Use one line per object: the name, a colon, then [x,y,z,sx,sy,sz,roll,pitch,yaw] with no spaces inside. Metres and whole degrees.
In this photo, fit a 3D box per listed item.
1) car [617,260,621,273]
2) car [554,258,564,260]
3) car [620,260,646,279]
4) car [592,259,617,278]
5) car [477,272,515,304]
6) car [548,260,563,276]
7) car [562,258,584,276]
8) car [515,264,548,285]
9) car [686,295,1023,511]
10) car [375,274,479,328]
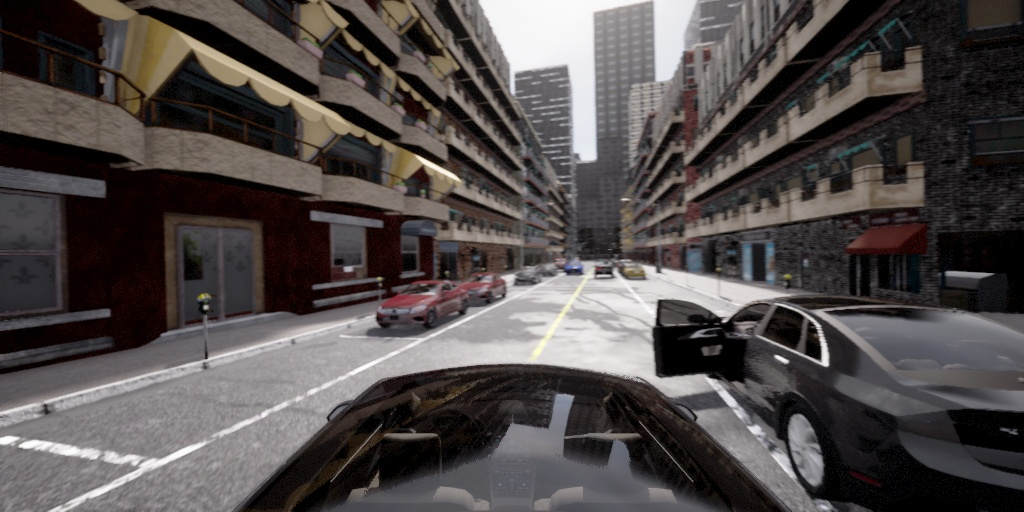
car: [12.151,1.307,37.016,1.948,1.339,4.313,0,0,14]
car: [6.723,1.256,49.936,2.192,1.841,5.009,0,0,14]
car: [10.843,1.257,31.744,1.751,1.417,4.829,0,0,14]
car: [8.889,1.298,34.738,1.837,1.490,4.892,-1,0,14]
car: [-1.370,1.467,17.312,1.802,1.307,4.207,0,0,14]
car: [4.025,1.473,39.061,2.007,1.370,4.403,0,0,14]
car: [7.066,1.345,40.333,1.882,1.535,5.008,-1,-1,14]
car: [1.328,1.454,28.187,2.007,1.370,4.403,0,0,14]
car: [3.630,1.196,4.121,1.837,1.490,4.892,-1,0,14]
car: [-2.719,1.457,11.875,1.802,1.307,4.207,0,0,14]
